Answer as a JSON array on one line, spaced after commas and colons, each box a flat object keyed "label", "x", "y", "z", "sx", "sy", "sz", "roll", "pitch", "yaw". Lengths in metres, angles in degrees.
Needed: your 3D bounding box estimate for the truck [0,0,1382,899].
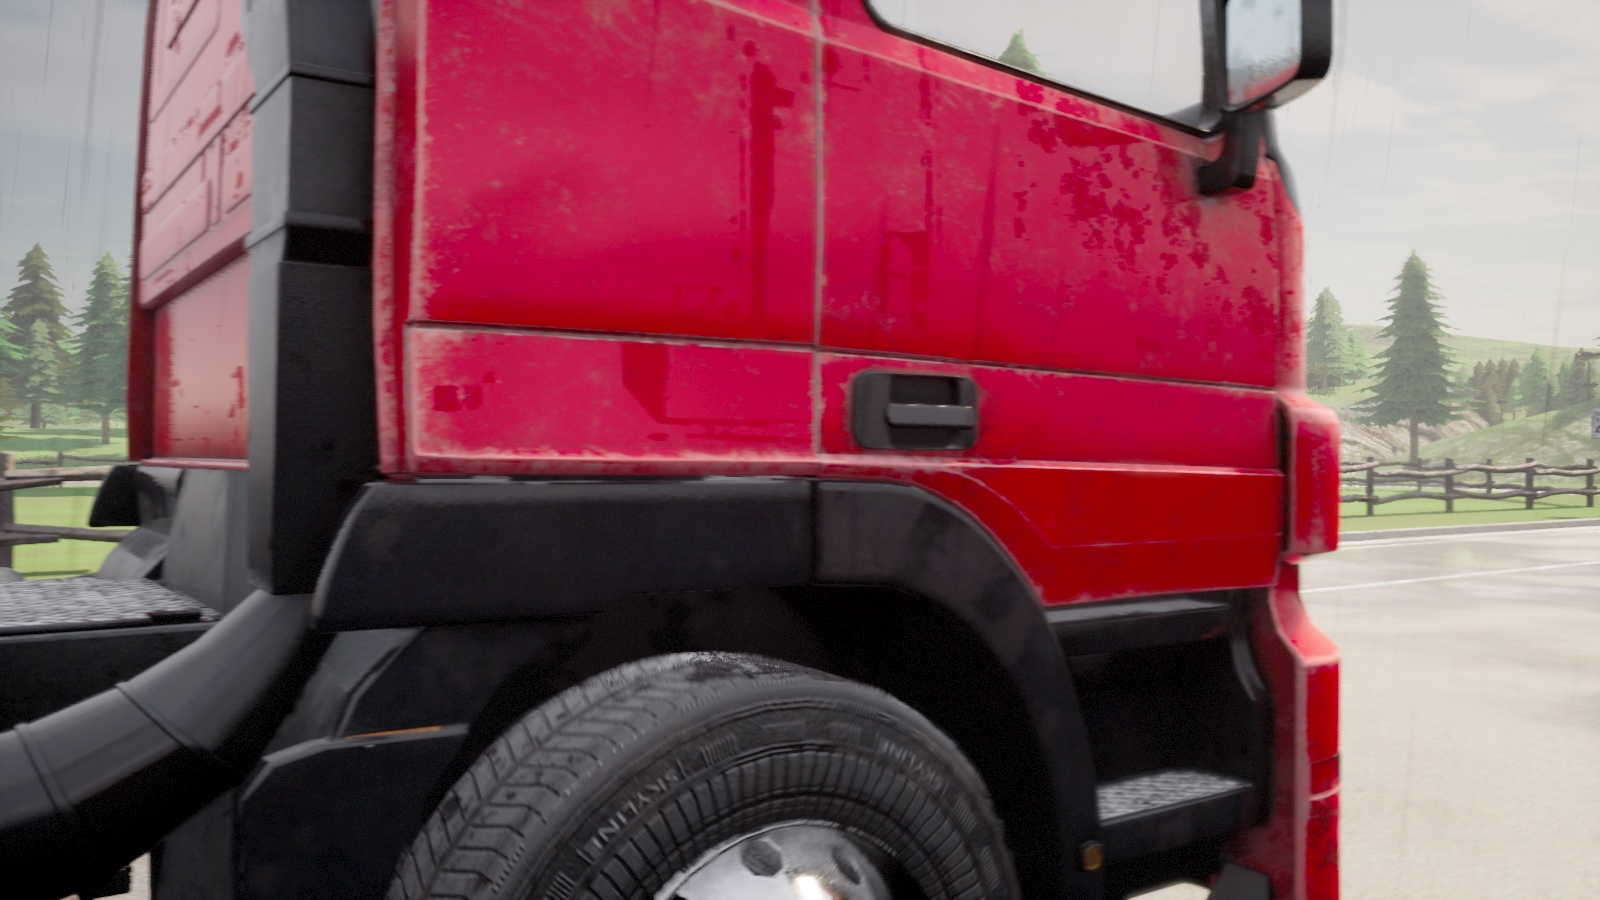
[{"label": "truck", "x": -2.783, "y": -0.231, "z": 1.726, "sx": 7.936, "sy": 3.462, "sz": 2.891, "roll": 0, "pitch": 0, "yaw": -35}]
